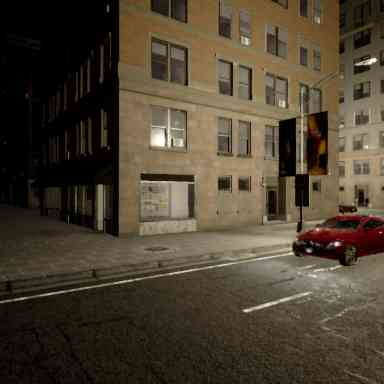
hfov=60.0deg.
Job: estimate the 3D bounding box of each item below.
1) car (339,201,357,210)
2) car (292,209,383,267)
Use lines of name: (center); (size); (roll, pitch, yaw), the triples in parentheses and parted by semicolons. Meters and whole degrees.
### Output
car: (14.710, 1.547, 34.271); (1.994, 1.385, 4.181); (0, 0, -35)
car: (5.488, 1.527, 11.548); (4.674, 1.442, 1.812); (0, 0, -35)
